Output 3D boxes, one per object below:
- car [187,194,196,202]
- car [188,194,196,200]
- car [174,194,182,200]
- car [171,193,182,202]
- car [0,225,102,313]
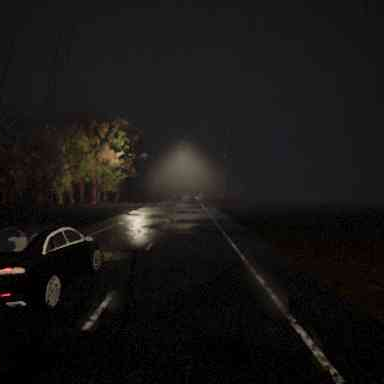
[{"bbox_3d":[-0.041,1.396,74.692,1.882,1.535,5.008,0,0,0],"label":"car"},{"bbox_3d":[-0.048,1.324,85.115,2.033,1.411,5.357,0,0,0],"label":"car"},{"bbox_3d":[-3.547,1.329,85.114,2.033,1.411,5.357,0,0,0],"label":"car"},{"bbox_3d":[-3.541,1.148,74.720,2.150,2.045,5.566,0,0,0],"label":"car"},{"bbox_3d":[-3.502,1.492,7.635,2.128,1.511,4.902,0,0,0],"label":"car"}]
